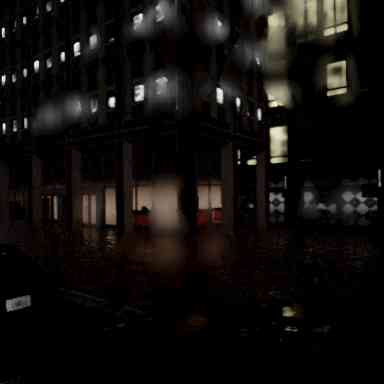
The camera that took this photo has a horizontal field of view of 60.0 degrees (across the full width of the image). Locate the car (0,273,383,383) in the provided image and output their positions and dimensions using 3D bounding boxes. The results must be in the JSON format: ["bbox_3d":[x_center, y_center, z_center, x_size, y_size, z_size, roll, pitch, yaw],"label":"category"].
[{"bbox_3d":[0.452,1.566,2.569,4.313,1.339,1.947,0,-1,35],"label":"car"}]

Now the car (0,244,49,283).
[{"bbox_3d":[-4.067,1.564,5.787,4.313,1.339,1.947,0,-1,35],"label":"car"}]
